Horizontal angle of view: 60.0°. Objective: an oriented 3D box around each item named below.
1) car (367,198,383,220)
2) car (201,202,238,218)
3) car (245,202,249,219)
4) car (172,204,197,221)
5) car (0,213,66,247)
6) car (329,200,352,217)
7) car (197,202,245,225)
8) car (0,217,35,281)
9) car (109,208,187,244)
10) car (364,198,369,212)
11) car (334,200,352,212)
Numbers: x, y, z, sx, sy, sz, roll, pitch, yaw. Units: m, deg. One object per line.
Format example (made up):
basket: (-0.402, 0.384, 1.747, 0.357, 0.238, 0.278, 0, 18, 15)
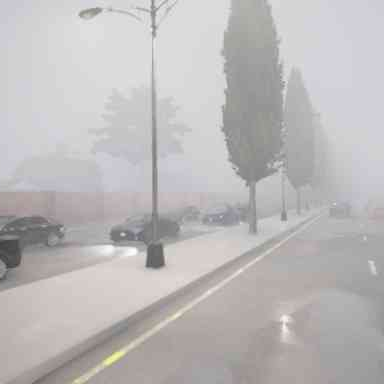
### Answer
car: (16.369, 1.572, 28.511, 1.882, 1.535, 5.008, -1, -1, 26)
car: (3.047, 1.832, 35.590, 2.033, 1.411, 5.357, -1, 0, 27)
car: (4.410, 1.715, 30.497, 2.128, 1.511, 4.902, -1, 0, 26)
car: (-0.789, 1.807, 27.613, 1.837, 1.490, 4.892, -1, -1, 26)
car: (-7.554, 1.701, 13.855, 1.837, 1.490, 4.892, -1, -1, 26)
car: (14.745, 1.642, 33.095, 2.128, 1.511, 4.902, -1, 0, 26)
car: (2.364, 1.762, 26.086, 1.812, 1.442, 4.674, -1, -1, 26)
car: (-6.582, 1.612, 7.830, 1.882, 1.535, 5.008, -1, -1, 26)
car: (-2.251, 1.735, 16.773, 1.994, 1.385, 4.181, -1, 0, 26)
car: (22.377, 1.497, 40.963, 2.097, 1.767, 4.553, -1, -1, 26)
car: (19.752, 1.756, 43.450, 1.994, 1.385, 4.181, -1, -1, 26)
